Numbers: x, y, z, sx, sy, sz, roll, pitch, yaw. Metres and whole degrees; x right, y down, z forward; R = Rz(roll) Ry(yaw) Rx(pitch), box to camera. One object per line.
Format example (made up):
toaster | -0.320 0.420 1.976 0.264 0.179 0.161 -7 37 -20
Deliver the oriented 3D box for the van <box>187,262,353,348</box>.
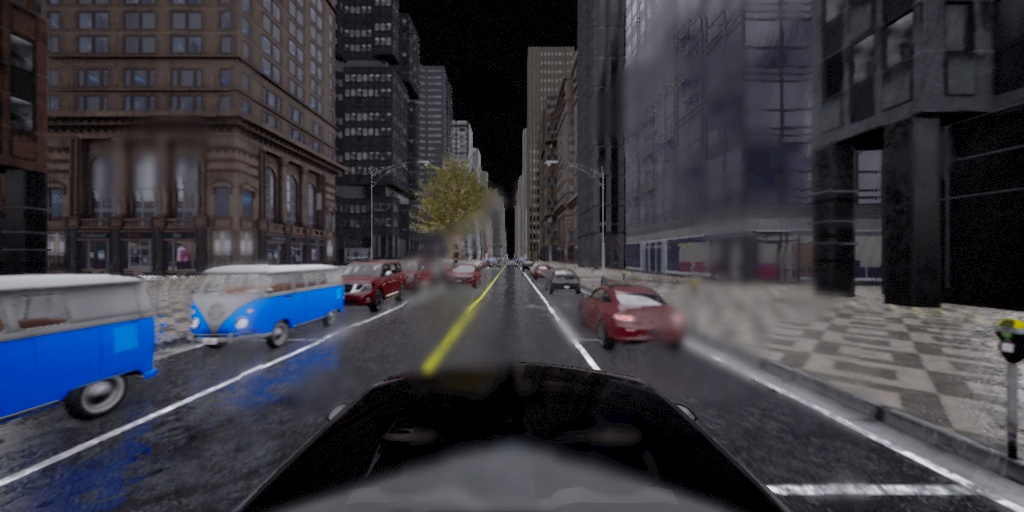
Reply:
van | -5.762 1.107 8.946 1.690 1.789 3.998 0 0 0

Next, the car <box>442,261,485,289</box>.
car | -3.099 1.278 23.923 1.882 1.535 5.008 0 0 0

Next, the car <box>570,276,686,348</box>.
car | 2.763 1.348 8.952 1.802 1.307 4.207 0 0 0

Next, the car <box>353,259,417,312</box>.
car | -5.762 1.094 14.624 2.192 1.841 5.009 0 0 0

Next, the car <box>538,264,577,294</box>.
car | 2.763 1.343 20.307 2.007 1.370 4.403 0 0 0

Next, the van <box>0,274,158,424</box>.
van | -5.763 1.094 3.269 1.690 1.789 3.998 0 0 0

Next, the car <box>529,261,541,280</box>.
car | 2.764 1.401 31.662 1.802 1.307 4.207 0 0 0

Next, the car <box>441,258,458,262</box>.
car | -5.761 1.134 31.655 2.192 1.841 5.009 0 0 0

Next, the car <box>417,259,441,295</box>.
car | -5.762 1.107 20.301 2.192 1.841 5.009 0 0 0

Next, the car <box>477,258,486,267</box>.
car | -5.760 1.419 59.872 1.751 1.417 4.829 0 0 0

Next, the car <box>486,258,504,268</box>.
car | -3.022 1.469 64.294 1.994 1.385 4.181 0 0 1

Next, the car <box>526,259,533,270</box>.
car | 2.764 1.358 37.510 1.751 1.417 4.829 0 0 0

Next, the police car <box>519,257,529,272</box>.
police car | 2.369 1.290 49.863 1.930 1.638 5.238 0 0 0
